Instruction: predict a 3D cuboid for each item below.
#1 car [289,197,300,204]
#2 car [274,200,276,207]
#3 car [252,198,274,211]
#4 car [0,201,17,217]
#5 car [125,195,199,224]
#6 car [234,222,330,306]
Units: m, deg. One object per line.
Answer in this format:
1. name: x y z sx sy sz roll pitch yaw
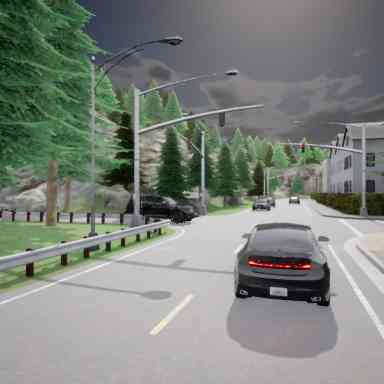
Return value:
1. car: 19.234 1.564 62.531 1.994 1.385 4.181 0 0 17
2. car: 11.641 1.564 50.614 1.994 1.385 4.181 0 0 17
3. car: 8.644 1.564 41.073 1.994 1.385 4.181 0 0 17
4. car: -18.006 1.367 29.729 4.553 1.767 2.097 0 0 17
5. car: -2.288 1.234 24.772 5.566 2.045 2.150 0 0 22
6. car: 2.237 1.505 8.165 1.837 1.490 4.892 0 0 17
